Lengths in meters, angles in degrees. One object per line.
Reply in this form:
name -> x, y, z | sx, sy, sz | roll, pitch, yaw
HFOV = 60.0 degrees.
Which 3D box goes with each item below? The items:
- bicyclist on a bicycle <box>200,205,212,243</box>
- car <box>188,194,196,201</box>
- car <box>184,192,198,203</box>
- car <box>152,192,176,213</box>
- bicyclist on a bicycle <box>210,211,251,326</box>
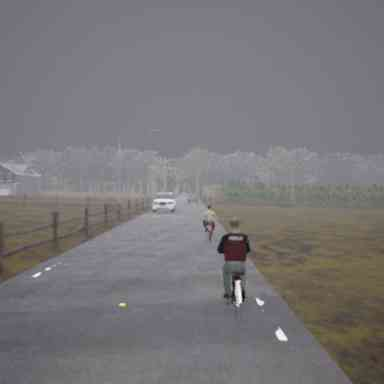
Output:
bicyclist on a bicycle -> 0.766, 1.374, 14.674 | 0.866, 1.612, 1.509 | 0, 0, 0
car -> 0.012, 1.121, 73.880 | 1.837, 1.490, 4.892 | 0, 0, 0
car -> 0.113, 1.200, 58.961 | 2.128, 1.511, 4.902 | 0, 0, 0
car -> -2.843, 1.064, 34.853 | 2.150, 2.045, 5.566 | 0, 1, 0
bicyclist on a bicycle -> 0.761, 1.343, 6.149 | 0.659, 1.776, 1.843 | 0, 1, 0
